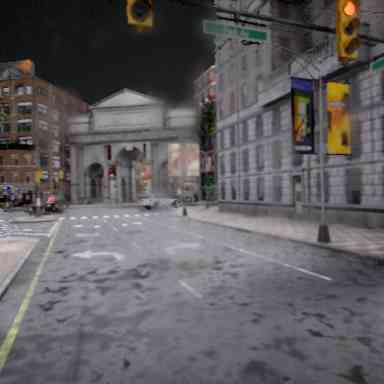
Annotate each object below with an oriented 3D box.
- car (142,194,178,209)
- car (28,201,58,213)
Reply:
[{"bbox_3d":[-4.587,1.365,48.380,5.566,2.045,2.150,-1,-2,-45],"label":"car"},{"bbox_3d":[-19.918,1.937,44.465,4.892,1.490,1.837,-1,-1,34],"label":"car"}]
